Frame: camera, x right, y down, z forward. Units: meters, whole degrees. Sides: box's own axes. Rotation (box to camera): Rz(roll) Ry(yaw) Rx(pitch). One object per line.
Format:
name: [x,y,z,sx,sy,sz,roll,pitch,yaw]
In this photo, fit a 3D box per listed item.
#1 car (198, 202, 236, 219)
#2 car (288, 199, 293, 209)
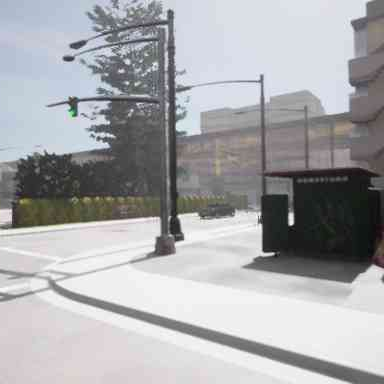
car: [2.464,1.751,32.130,1.837,1.490,4.892,-1,-1,36]
car: [12.304,1.606,45.515,2.033,1.411,5.357,-1,-1,36]
